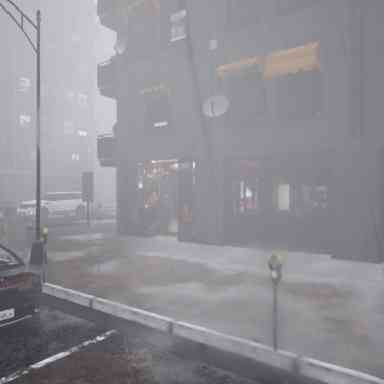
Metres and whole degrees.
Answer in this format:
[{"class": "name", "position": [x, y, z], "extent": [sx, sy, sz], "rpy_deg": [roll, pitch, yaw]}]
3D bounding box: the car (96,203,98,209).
[{"class": "car", "position": [-10.889, 1.250, 30.549], "extent": [1.752, 1.417, 4.829], "rpy_deg": [1, 1, 35]}]

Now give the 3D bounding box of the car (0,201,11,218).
[{"class": "car", "position": [-13.991, 1.350, 26.132], "extent": [2.008, 1.369, 4.403], "rpy_deg": [1, 1, 35]}]

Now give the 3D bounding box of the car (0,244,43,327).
[{"class": "car", "position": [-4.485, 1.551, 6.095], "extent": [4.403, 1.369, 2.008], "rpy_deg": [0, 0, 36]}]

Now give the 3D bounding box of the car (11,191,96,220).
[{"class": "car", "position": [-10.741, 0.994, 26.274], "extent": [2.150, 2.045, 5.566], "rpy_deg": [0, 1, 35]}]
